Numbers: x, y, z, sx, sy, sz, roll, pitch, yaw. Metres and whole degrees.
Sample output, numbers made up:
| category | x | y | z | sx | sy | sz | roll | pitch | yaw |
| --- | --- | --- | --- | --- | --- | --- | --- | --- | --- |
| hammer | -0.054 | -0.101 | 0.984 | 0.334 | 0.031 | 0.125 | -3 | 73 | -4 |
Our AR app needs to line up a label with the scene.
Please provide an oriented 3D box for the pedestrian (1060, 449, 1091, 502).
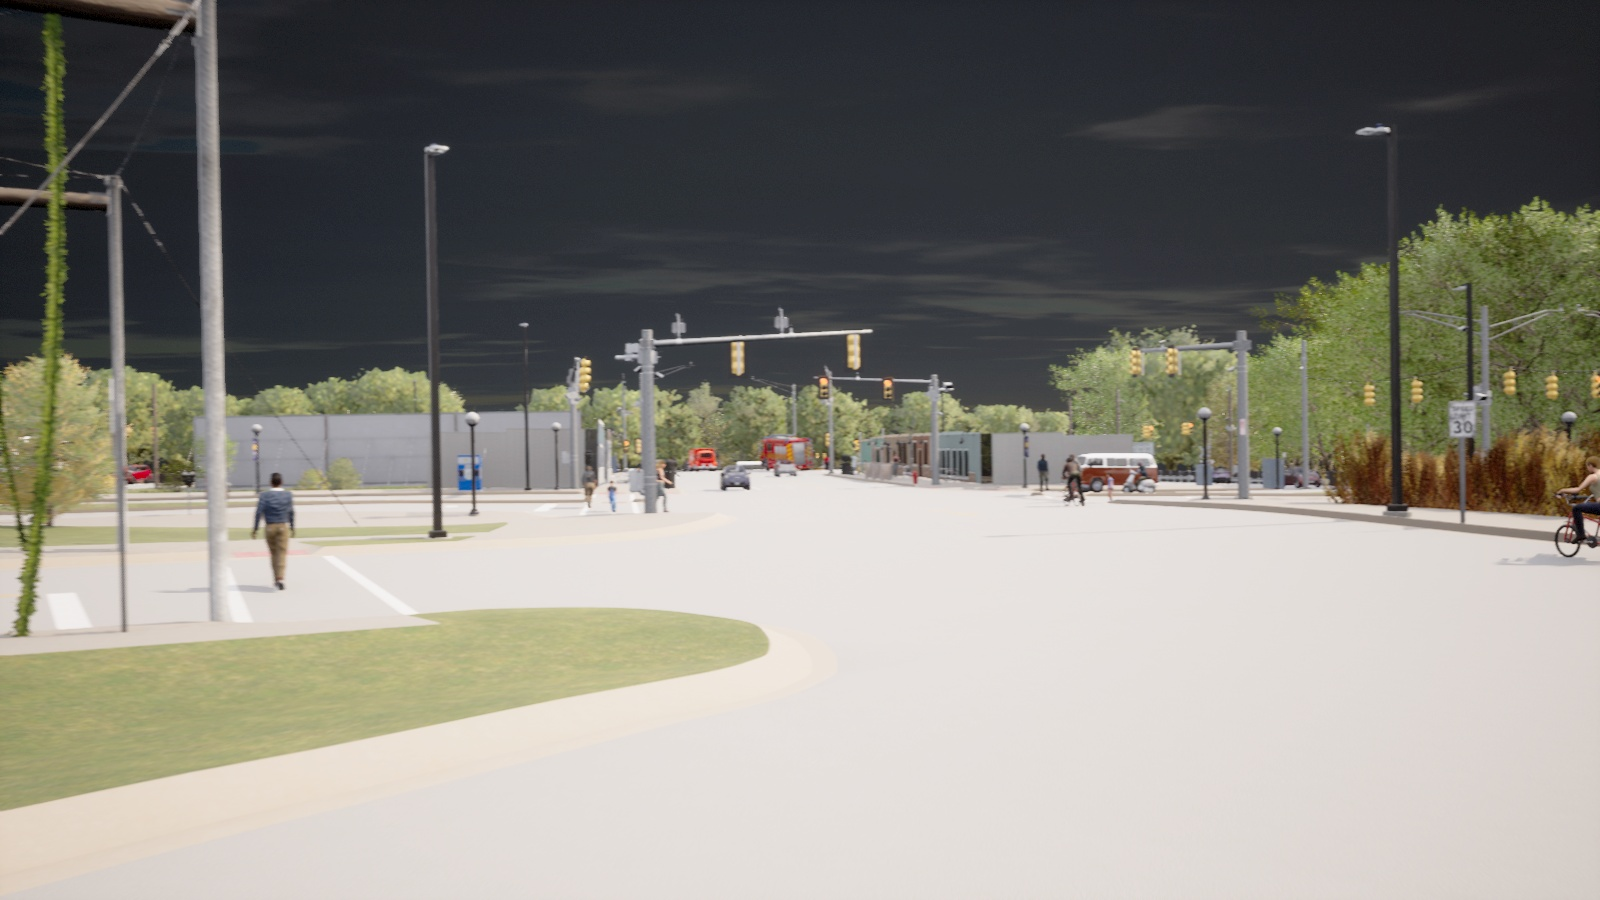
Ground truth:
| category | x | y | z | sx | sy | sz | roll | pitch | yaw |
| --- | --- | --- | --- | --- | --- | --- | --- | --- | --- |
| pedestrian | 10.266 | 0.945 | 46.829 | 0.873 | 1.952 | 0.659 | -2 | 1 | -11 |

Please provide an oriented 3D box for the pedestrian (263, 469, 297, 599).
| category | x | y | z | sx | sy | sz | roll | pitch | yaw |
| --- | --- | --- | --- | --- | --- | --- | --- | --- | --- |
| pedestrian | -8.071 | 1.279 | 19.505 | 0.423 | 1.949 | 0.788 | -2 | 1 | -21 |

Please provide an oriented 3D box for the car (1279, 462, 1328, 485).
| category | x | y | z | sx | sy | sz | roll | pitch | yaw |
| --- | --- | --- | --- | --- | --- | --- | --- | --- | --- |
| car | 35.170 | 1.671 | 87.797 | 1.845 | 1.501 | 3.633 | -2 | -1 | -2 |

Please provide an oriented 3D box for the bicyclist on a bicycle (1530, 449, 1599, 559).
| category | x | y | z | sx | sy | sz | roll | pitch | yaw |
| --- | --- | --- | --- | --- | --- | --- | --- | --- | --- |
| bicyclist on a bicycle | 12.271 | 0.810 | 19.448 | 0.866 | 1.612 | 1.509 | -2 | 0 | -9 |

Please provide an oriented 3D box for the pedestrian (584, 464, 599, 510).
| category | x | y | z | sx | sy | sz | roll | pitch | yaw |
| --- | --- | --- | --- | --- | --- | --- | --- | --- | --- |
| pedestrian | -8.606 | 1.534 | 51.795 | 0.540 | 1.848 | 0.694 | -2 | 1 | -10 |

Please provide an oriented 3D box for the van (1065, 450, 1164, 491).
| category | x | y | z | sx | sy | sz | roll | pitch | yaw |
| --- | --- | --- | --- | --- | --- | --- | --- | --- | --- |
| van | 16.095 | 1.069 | 64.344 | 4.480 | 2.038 | 2.069 | 0 | -1 | -9 |

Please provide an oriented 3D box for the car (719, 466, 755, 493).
| category | x | y | z | sx | sy | sz | roll | pitch | yaw |
| --- | --- | --- | --- | --- | --- | --- | --- | --- | --- |
| car | -3.778 | 1.724 | 74.897 | 1.845 | 1.501 | 3.633 | -2 | 0 | -7 |

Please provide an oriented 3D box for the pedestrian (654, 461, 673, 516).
| category | x | y | z | sx | sy | sz | roll | pitch | yaw |
| --- | --- | --- | --- | --- | --- | --- | --- | --- | --- |
| pedestrian | -4.627 | 1.291 | 42.563 | 0.594 | 1.836 | 0.345 | -2 | 1 | -8 |

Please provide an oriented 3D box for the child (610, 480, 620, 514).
| category | x | y | z | sx | sy | sz | roll | pitch | yaw |
| --- | --- | --- | --- | --- | --- | --- | --- | --- | --- |
| child | -7.005 | 1.769 | 47.577 | 0.270 | 1.263 | 0.437 | -2 | 1 | -1 |

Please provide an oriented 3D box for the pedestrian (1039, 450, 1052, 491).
| category | x | y | z | sx | sy | sz | roll | pitch | yaw |
| --- | --- | --- | --- | --- | --- | --- | --- | --- | --- |
| pedestrian | 11.191 | 0.923 | 57.256 | 0.370 | 1.835 | 0.726 | -2 | 1 | -6 |

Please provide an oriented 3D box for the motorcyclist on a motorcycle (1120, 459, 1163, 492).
| category | x | y | z | sx | sy | sz | roll | pitch | yaw |
| --- | --- | --- | --- | --- | --- | --- | --- | --- | --- |
| motorcyclist on a motorcycle | 16.437 | 1.236 | 60.517 | 1.817 | 1.590 | 0.866 | 0 | 0 | -13 |
